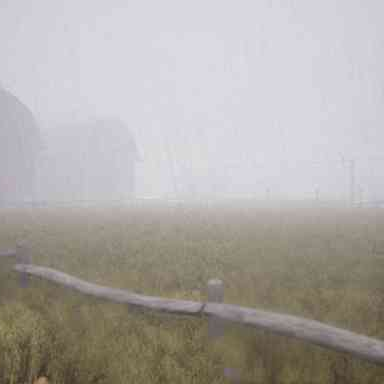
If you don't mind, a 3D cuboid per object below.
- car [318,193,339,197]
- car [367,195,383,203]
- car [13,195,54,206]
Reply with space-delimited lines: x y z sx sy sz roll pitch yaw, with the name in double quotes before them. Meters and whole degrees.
"car" 35.549 1.246 87.356 4.605 1.855 1.932 0 0 35
"car" 38.495 1.496 68.293 4.611 1.667 2.242 0 0 35
"car" -19.078 1.239 40.135 2.097 1.767 4.553 0 0 32
